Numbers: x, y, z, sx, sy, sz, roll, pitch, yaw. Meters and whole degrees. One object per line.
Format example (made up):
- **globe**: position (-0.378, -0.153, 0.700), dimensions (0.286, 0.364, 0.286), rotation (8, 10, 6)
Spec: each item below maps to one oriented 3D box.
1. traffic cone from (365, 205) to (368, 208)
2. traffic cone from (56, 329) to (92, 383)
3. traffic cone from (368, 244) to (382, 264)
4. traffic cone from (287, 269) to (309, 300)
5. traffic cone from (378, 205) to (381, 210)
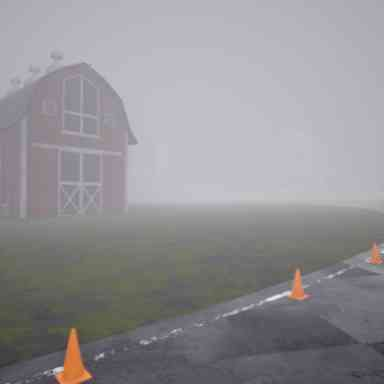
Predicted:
- **traffic cone**: position (23.252, 1.780, 44.189), dimensions (0.340, 0.580, 0.340), rotation (0, 0, 11)
- **traffic cone**: position (-1.449, 1.973, 4.072), dimensions (0.340, 0.580, 0.340), rotation (0, 0, -37)
- **traffic cone**: position (5.758, 1.917, 10.457), dimensions (0.340, 0.580, 0.340), rotation (0, 0, 44)
- **traffic cone**: position (2.272, 1.944, 7.132), dimensions (0.340, 0.580, 0.340), rotation (0, 0, -42)
- **traffic cone**: position (22.193, 1.783, 39.488), dimensions (0.340, 0.580, 0.340), rotation (0, 0, 15)
